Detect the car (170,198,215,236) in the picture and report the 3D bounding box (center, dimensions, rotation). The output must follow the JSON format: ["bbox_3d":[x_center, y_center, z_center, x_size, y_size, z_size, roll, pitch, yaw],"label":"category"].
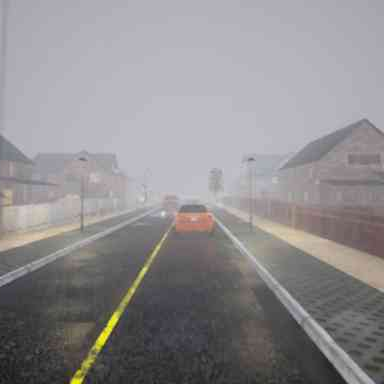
[{"bbox_3d":[0.101,1.383,18.603,2.097,1.767,4.553,0,0,0],"label":"car"}]

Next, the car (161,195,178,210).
[{"bbox_3d":[-2.743,1.414,43.828,2.150,2.045,5.566,0,0,0],"label":"car"}]

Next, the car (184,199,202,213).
[{"bbox_3d":[0.107,1.591,40.347,2.128,1.511,4.902,0,0,0],"label":"car"}]
